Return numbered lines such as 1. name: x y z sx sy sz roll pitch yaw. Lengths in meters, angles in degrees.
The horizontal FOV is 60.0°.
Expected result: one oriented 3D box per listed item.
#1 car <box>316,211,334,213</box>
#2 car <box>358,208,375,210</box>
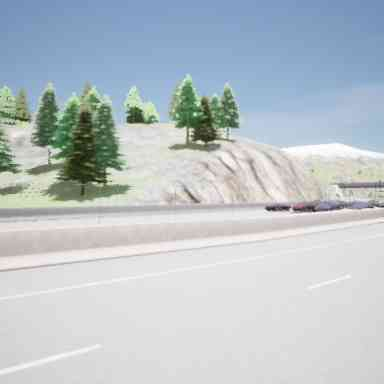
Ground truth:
1. car: 17.758 1.864 43.041 2.097 1.767 4.553 -1 -1 43
2. car: 21.498 2.044 41.826 2.033 1.411 5.357 -1 -1 43
